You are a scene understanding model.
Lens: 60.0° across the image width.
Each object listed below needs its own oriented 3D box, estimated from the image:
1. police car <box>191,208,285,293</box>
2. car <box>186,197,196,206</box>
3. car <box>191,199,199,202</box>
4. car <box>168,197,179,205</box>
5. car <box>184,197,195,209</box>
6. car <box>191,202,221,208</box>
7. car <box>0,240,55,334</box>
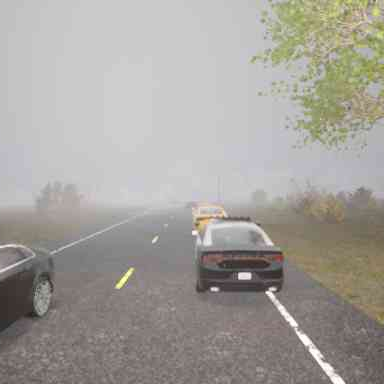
[{"bbox_3d":[1.031,1.459,9.128,1.930,1.638,5.238,0,0,0],"label":"police car"},{"bbox_3d":[-0.129,1.732,63.227,1.837,1.490,4.892,0,0,0],"label":"car"},{"bbox_3d":[0.998,1.547,25.210,1.801,1.575,5.366,0,0,0],"label":"car"},{"bbox_3d":[-3.635,1.742,66.203,1.837,1.490,4.892,0,0,0],"label":"car"},{"bbox_3d":[-0.062,1.696,47.559,1.812,1.442,4.674,0,0,1],"label":"car"},{"bbox_3d":[1.011,1.547,19.019,1.882,1.535,5.008,0,0,0],"label":"car"},{"bbox_3d":[-3.609,1.509,4.649,2.128,1.511,4.902,0,0,0],"label":"car"}]
